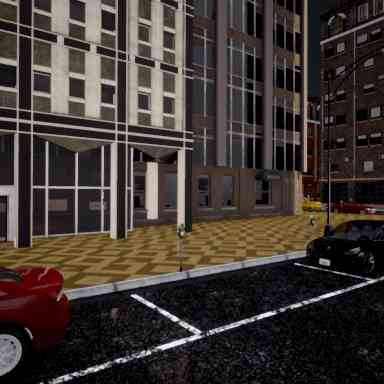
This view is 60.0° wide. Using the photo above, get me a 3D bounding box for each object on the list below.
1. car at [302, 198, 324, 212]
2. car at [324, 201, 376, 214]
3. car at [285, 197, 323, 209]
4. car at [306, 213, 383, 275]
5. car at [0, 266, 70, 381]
[{"bbox_3d":[12.271,1.467,36.600,1.752,1.417,4.829,0,0,-36],"label":"car"},{"bbox_3d":[15.480,1.535,32.142,1.802,1.307,4.206,0,0,-36],"label":"car"},{"bbox_3d":[15.563,1.500,46.369,1.752,1.417,4.829,0,0,-36],"label":"car"},{"bbox_3d":[5.441,1.567,10.462,4.313,1.339,1.947,0,0,-36],"label":"car"},{"bbox_3d":[-3.808,1.545,3.837,4.507,1.381,1.887,0,0,-36],"label":"car"}]
